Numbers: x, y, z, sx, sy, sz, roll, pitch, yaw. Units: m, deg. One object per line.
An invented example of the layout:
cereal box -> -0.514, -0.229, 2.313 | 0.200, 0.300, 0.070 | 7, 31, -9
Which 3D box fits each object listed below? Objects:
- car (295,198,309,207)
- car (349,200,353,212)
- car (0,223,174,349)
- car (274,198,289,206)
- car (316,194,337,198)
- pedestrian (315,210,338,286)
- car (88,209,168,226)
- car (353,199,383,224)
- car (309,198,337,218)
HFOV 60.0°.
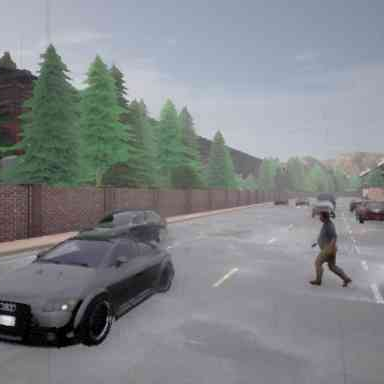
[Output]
car -> 17.482, 1.564, 52.481 | 1.994, 1.385, 4.181 | 0, 0, 23
car -> 18.970, 1.477, 37.743 | 1.882, 1.535, 5.008 | 0, 0, 23
car -> -1.893, 1.564, 6.420 | 1.994, 1.385, 4.181 | 0, 0, 19
car -> 14.863, 1.631, 55.225 | 1.895, 1.301, 4.718 | 0, 0, 23
car -> 16.553, 1.221, 41.000 | 2.150, 2.045, 5.566 | 0, 0, 23
pedestrian -> 3.160, 1.294, 7.825 | 0.375, 1.860, 0.375 | 0, 0, 23
car -> -2.710, 1.505, 13.987 | 1.837, 1.490, 4.892 | 0, 0, 23
car -> 13.439, 1.352, 24.687 | 2.097, 1.767, 4.553 | 0, 0, 23
car -> 11.905, 1.526, 30.058 | 1.812, 1.442, 4.674 | 0, 0, 23
